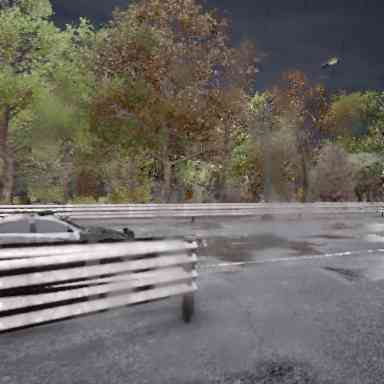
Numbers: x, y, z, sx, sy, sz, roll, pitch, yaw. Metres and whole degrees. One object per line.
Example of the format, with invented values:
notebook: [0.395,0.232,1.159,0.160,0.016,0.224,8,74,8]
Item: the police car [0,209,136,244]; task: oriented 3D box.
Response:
police car: [-4.314,1.362,9.996,5.238,1.638,1.930,0,0,-22]
